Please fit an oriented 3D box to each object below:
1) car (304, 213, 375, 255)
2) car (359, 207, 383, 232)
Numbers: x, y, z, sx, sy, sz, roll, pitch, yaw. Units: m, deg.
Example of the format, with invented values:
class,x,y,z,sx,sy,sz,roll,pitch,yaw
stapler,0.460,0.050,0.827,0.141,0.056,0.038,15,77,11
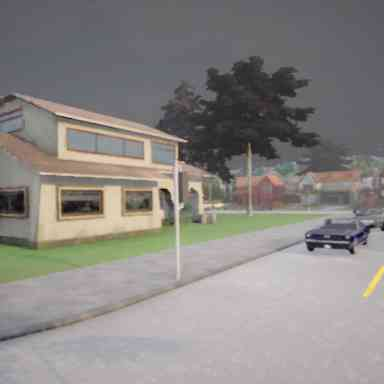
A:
class,x,y,z,sx,sy,sz,roll,pitch,yaw
car,6.527,1.824,14.691,1.895,1.301,4.718,-2,-2,36
car,12.379,1.789,22.783,2.128,1.511,4.902,-2,-2,36
